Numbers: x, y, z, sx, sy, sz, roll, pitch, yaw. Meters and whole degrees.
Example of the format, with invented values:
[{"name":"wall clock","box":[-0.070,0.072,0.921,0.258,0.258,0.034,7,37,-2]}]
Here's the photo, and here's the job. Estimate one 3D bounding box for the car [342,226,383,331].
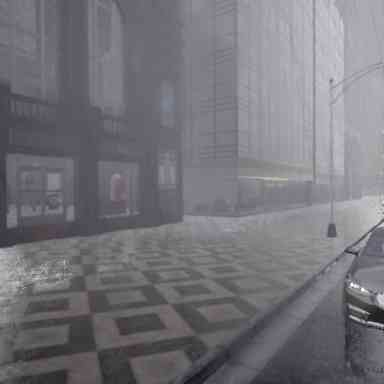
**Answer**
[{"name":"car","box":[4.325,1.487,6.620,2.128,1.511,4.902,0,0,34]}]
